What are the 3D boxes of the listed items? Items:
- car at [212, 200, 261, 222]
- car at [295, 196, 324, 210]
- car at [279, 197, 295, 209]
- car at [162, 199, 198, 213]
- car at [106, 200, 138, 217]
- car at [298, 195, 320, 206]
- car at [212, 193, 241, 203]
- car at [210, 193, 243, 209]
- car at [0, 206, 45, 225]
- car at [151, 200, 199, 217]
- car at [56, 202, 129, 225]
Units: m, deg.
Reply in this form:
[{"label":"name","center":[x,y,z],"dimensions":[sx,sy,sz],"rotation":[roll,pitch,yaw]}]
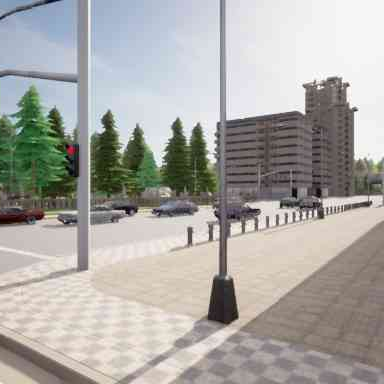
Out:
[{"label":"car","center":[3.748,1.601,26.529],"dimensions":[1.895,1.301,4.718],"rotation":[0,0,35]},{"label":"car","center":[15.458,1.547,42.984],"dimensions":[2.033,1.411,5.357],"rotation":[0,0,35]},{"label":"car","center":[13.785,1.505,46.668],"dimensions":[1.837,1.490,4.892],"rotation":[0,0,36]},{"label":"car","center":[-1.298,1.564,37.891],"dimensions":[1.994,1.385,4.181],"rotation":[0,0,35]},{"label":"car","center":[-7.044,1.478,29.821],"dimensions":[1.882,1.535,5.008],"rotation":[0,0,36]},{"label":"car","center":[19.073,1.352,54.098],"dimensions":[2.097,1.767,4.553],"rotation":[0,0,35]},{"label":"car","center":[4.304,1.352,39.699],"dimensions":[2.097,1.767,4.553],"rotation":[0,0,36]},{"label":"car","center":[4.951,1.221,46.594],"dimensions":[2.150,2.045,5.566],"rotation":[0,0,36]},{"label":"car","center":[-12.527,1.601,22.200],"dimensions":[1.895,1.301,4.718],"rotation":[0,0,37]},{"label":"car","center":[-1.502,1.547,31.563],"dimensions":[2.033,1.411,5.357],"rotation":[0,0,36]},{"label":"car","center":[-7.103,1.601,23.703],"dimensions":[1.895,1.301,4.718],"rotation":[0,0,35]}]
